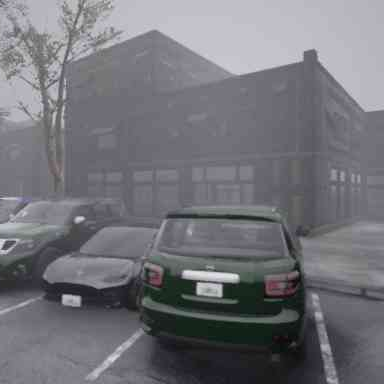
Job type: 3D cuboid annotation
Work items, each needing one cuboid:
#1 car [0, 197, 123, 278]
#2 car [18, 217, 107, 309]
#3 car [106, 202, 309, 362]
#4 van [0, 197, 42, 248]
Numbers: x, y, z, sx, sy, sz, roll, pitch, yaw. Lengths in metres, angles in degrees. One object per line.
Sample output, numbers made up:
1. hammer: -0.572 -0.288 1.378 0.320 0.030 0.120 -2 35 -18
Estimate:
1. car: -3.771 1.206 9.809 2.435 2.045 5.566 1 0 17
2. car: -1.392 1.501 8.038 2.163 1.488 4.792 1 -1 17
3. car: 0.972 1.235 6.325 2.435 2.045 5.566 0 -1 17
4. van: -8.481 1.204 13.490 1.878 1.987 4.442 0 -1 17
